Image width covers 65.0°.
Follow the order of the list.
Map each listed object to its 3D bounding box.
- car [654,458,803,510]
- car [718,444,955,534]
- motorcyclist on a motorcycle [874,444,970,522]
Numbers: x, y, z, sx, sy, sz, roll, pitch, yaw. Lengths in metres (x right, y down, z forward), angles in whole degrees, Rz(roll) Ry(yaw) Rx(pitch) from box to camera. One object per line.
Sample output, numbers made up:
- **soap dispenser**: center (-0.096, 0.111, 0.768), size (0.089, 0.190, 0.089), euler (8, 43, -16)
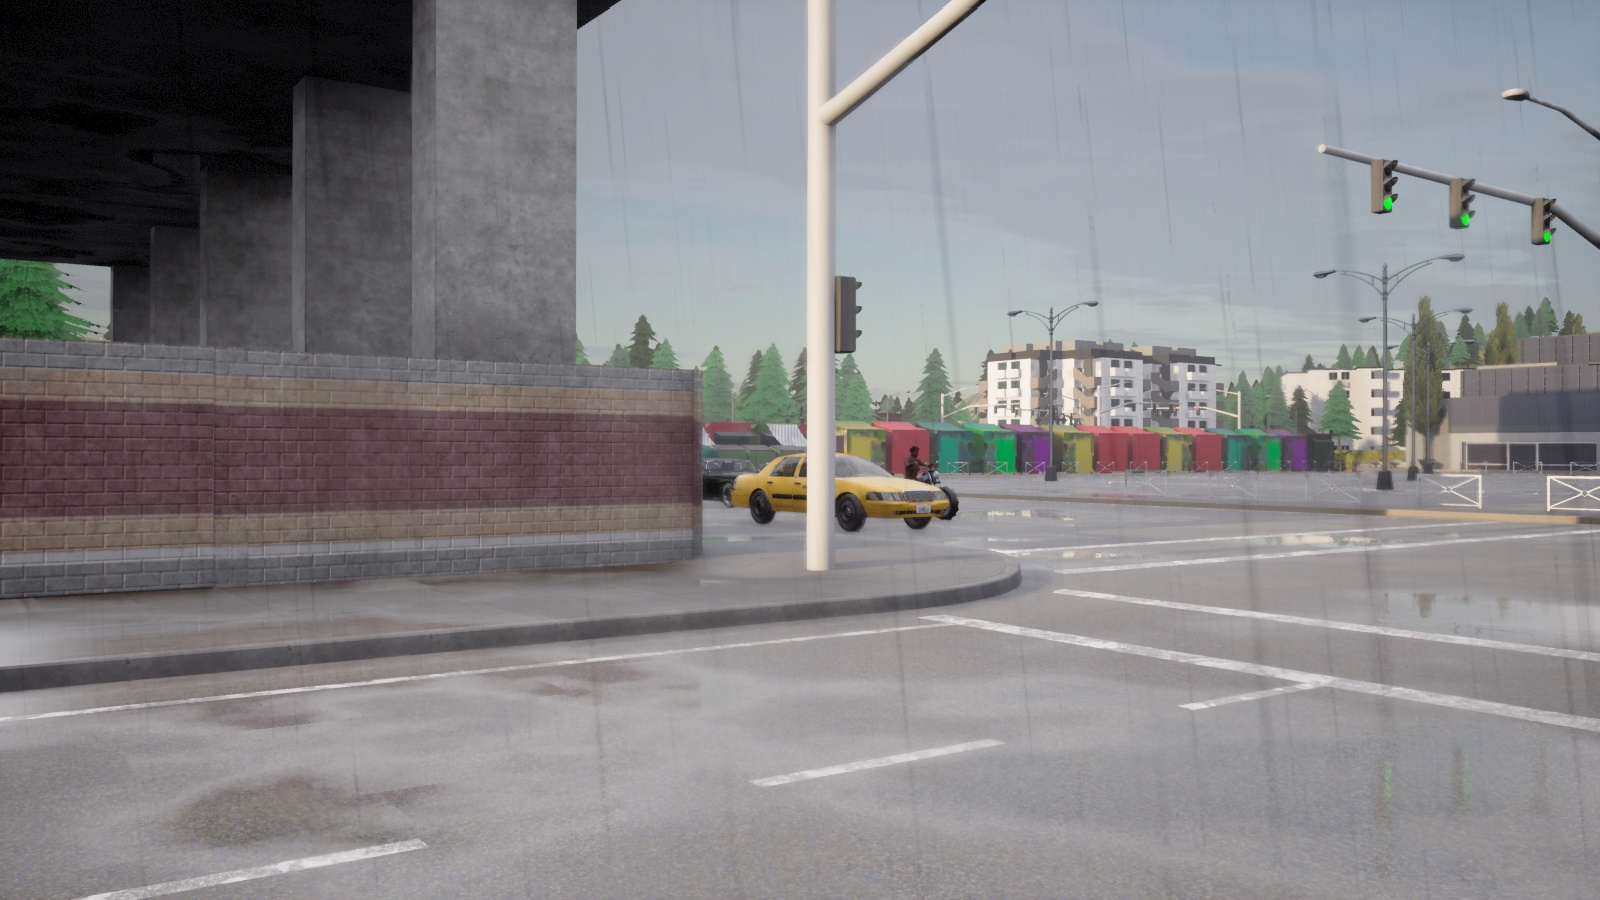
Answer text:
- **car**: center (-2.041, 0.879, 34.541), size (1.895, 1.301, 4.718), euler (0, 0, -35)
- **car**: center (0.561, 0.688, 24.736), size (1.801, 1.575, 5.366), euler (0, 0, -35)
- **motorcyclist on a motorcycle**: center (2.673, 0.702, 27.821), size (0.766, 1.649, 2.350), euler (0, 0, -35)
